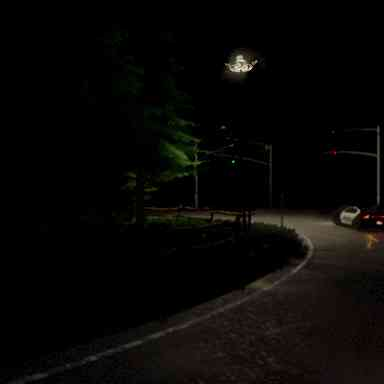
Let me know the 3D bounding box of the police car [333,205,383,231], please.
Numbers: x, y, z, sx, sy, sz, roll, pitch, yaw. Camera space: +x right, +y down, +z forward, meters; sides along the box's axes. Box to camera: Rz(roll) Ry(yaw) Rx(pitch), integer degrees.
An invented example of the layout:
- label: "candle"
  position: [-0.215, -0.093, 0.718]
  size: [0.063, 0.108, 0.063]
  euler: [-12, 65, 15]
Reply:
- label: "police car"
  position: [10.898, 1.620, 21.614]
  size: [2.038, 1.542, 4.974]
  euler: [0, 0, 2]
